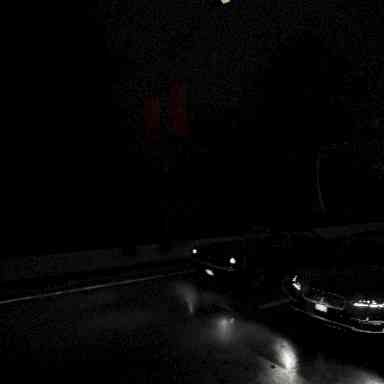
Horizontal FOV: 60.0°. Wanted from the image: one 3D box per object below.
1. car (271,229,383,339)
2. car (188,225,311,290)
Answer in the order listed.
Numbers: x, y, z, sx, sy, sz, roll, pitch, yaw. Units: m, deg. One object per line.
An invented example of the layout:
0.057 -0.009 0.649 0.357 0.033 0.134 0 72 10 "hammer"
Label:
3.958 1.532 6.511 4.892 1.490 1.837 0 0 -36 "car"
2.232 1.628 9.270 4.718 1.301 1.895 0 0 -36 "car"
